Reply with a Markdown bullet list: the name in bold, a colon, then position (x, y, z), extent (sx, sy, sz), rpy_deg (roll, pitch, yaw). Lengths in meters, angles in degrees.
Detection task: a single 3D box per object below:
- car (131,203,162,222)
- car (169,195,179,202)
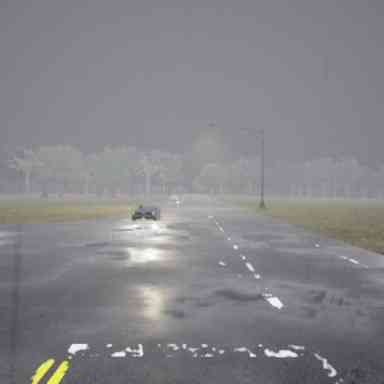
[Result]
- **car**: position (-3.499, 1.572, 26.088), extent (1.895, 1.301, 4.718), rpy_deg (0, 0, 0)
- **car**: position (-3.701, 1.287, 69.260), extent (1.812, 1.442, 4.674), rpy_deg (0, 0, 0)
